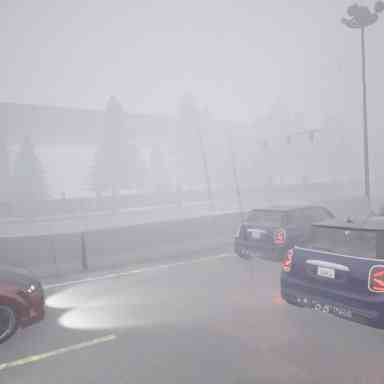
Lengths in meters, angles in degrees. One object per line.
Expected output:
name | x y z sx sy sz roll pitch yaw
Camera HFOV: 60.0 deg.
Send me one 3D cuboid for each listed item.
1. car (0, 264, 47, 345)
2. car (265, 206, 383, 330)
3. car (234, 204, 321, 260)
car | -4.440 1.563 4.882 4.181 1.385 1.994 0 0 -35
car | 3.847 1.232 6.554 4.553 1.767 2.097 -2 1 -36
car | 3.531 1.156 10.653 4.553 1.767 2.097 -3 2 -36
